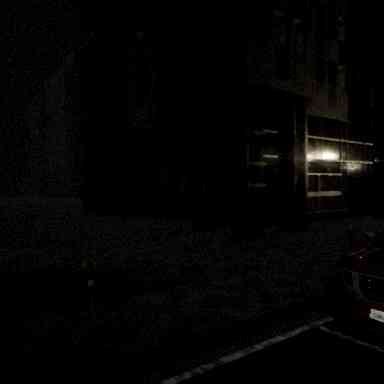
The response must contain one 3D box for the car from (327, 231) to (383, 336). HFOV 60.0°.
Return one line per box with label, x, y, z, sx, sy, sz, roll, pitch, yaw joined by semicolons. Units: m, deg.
car;4.434;1.214;5.638;5.009;1.841;2.192;-1;1;-35
